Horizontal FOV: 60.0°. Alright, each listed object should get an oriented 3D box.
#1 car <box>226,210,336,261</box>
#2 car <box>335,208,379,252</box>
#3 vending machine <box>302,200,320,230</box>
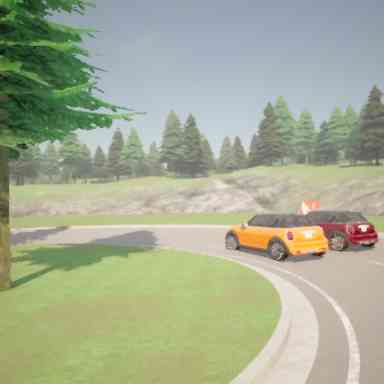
[{"bbox_3d":[3.273,1.653,13.850,2.097,1.767,4.553,-1,-1,-25],"label":"car"},{"bbox_3d":[6.208,1.648,15.797,2.097,1.767,4.553,-1,-1,-28],"label":"car"},{"bbox_3d":[8.787,1.666,24.575,0.880,2.100,1.100,-2,-2,43],"label":"vending machine"}]
